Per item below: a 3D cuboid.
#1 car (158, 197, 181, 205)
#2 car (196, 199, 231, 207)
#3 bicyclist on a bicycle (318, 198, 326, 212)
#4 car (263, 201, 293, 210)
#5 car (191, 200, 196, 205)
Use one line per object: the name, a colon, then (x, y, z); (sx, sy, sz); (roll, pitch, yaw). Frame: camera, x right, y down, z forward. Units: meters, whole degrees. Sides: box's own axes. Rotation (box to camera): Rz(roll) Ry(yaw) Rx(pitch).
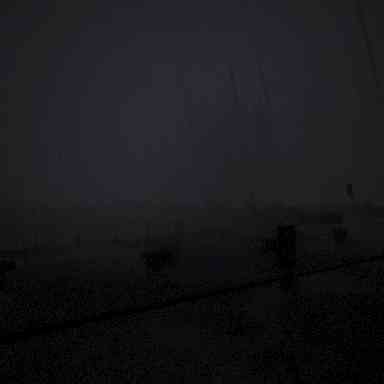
car: (-3.741, 1.681, 54.518); (1.882, 1.535, 5.008); (0, 0, -35)
car: (3.183, 1.694, 44.691); (2.128, 1.511, 4.902); (1, 0, -35)
bicyclist on a bicycle: (16.067, 1.613, 41.032); (1.656, 1.620, 0.582); (0, 0, -35)
car: (9.678, 1.730, 35.556); (1.812, 1.442, 4.674); (1, 0, -36)
car: (1.455, 1.780, 54.208); (2.033, 1.411, 5.357); (1, 0, -35)
